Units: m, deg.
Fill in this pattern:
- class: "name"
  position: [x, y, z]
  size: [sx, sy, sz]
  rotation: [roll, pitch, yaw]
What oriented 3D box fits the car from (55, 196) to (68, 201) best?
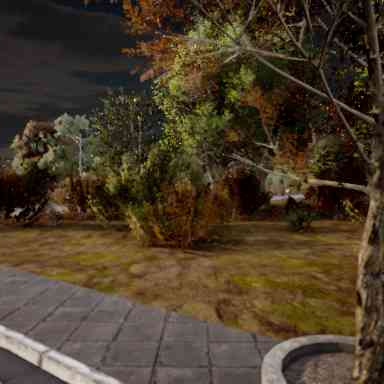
- class: "car"
  position: [-17.494, 1.171, 48.367]
  size: [1.882, 1.535, 5.008]
  rotation: [1, 1, 32]
